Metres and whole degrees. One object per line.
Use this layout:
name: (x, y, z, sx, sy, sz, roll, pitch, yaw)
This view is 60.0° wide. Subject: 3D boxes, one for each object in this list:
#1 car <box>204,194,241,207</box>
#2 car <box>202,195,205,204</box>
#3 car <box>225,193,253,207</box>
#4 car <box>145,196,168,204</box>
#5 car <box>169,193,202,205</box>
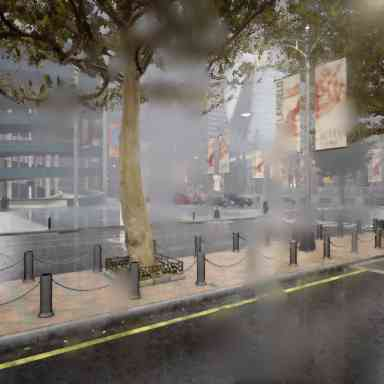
car: (4.583, 1.492, 50.713, 2.128, 1.511, 4.902, 0, 0, -35)
car: (1.494, 1.352, 60.949, 2.097, 1.767, 4.553, 0, 0, -37)
car: (7.194, 1.221, 53.084, 2.150, 2.045, 5.566, 0, 0, -36)
car: (-7.684, 1.505, 66.441, 4.892, 1.490, 1.837, 0, 0, 43)
car: (-1.166, 1.221, 58.722, 2.150, 2.045, 5.566, 0, 0, -36)
